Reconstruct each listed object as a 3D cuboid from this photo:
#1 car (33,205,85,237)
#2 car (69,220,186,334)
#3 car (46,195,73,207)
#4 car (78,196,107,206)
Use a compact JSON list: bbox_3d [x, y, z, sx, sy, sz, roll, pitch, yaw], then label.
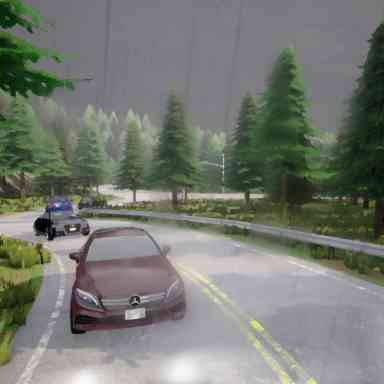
[{"bbox_3d":[-7.037,1.664,17.763,1.994,1.385,4.181,-4,2,-38],"label":"car"},{"bbox_3d":[-1.515,1.523,7.060,1.812,1.442,4.674,-2,0,-17],"label":"car"},{"bbox_3d":[-12.832,1.326,32.224,2.150,2.045,5.566,-1,0,-18],"label":"car"},{"bbox_3d":[-12.678,1.289,42.810,2.097,1.767,4.553,2,2,13],"label":"car"}]
